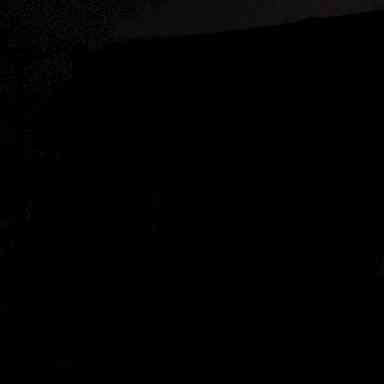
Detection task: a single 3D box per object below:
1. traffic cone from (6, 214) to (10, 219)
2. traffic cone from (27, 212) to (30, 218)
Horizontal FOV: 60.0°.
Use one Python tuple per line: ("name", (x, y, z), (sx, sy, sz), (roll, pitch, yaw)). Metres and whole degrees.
("traffic cone", (-19.006, 2.451, 34.332), (0.340, 0.580, 0.340), (1, 0, -10))
("traffic cone", (-17.033, 2.408, 34.668), (0.340, 0.580, 0.340), (1, 0, -10))
